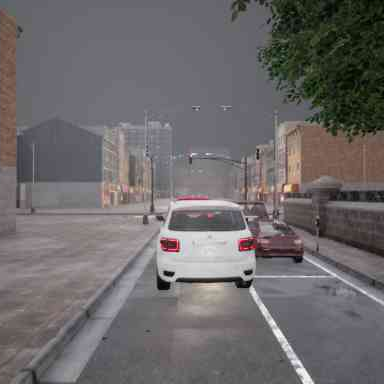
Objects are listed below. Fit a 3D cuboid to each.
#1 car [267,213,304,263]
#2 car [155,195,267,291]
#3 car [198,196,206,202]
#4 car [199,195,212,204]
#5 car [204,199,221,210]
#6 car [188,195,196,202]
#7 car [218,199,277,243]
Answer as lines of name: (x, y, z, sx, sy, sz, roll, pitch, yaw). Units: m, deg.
car: (2.636, 1.588, 11.723, 1.802, 1.307, 4.206, 1, 0, 0)
car: (0.174, 1.226, 9.235, 2.150, 2.045, 5.566, 0, 0, -4)
car: (2.590, 1.763, 87.101, 2.008, 1.369, 4.403, 0, 0, 0)
car: (2.605, 1.440, 65.352, 2.192, 1.841, 5.009, 1, 0, 0)
car: (2.617, 1.604, 43.602, 1.887, 1.381, 4.507, 1, 0, 0)
car: (-0.052, 1.553, 83.791, 2.097, 1.767, 4.553, 0, 0, 0)
car: (2.636, 1.326, 17.172, 2.192, 1.841, 5.009, 1, 0, 0)
